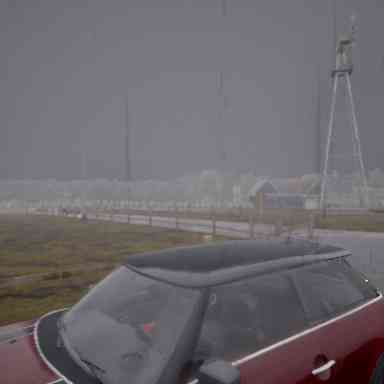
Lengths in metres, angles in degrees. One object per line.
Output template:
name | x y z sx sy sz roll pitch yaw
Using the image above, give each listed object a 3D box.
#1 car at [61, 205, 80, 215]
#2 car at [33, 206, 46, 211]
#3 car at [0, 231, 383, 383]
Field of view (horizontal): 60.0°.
car | -18.347 2.665 50.158 1.837 1.490 4.892 0 -2 -35
car | -36.279 4.154 80.082 1.812 1.442 4.674 0 -3 -35
car | -0.063 1.335 2.902 4.553 1.767 2.097 -1 0 -35
